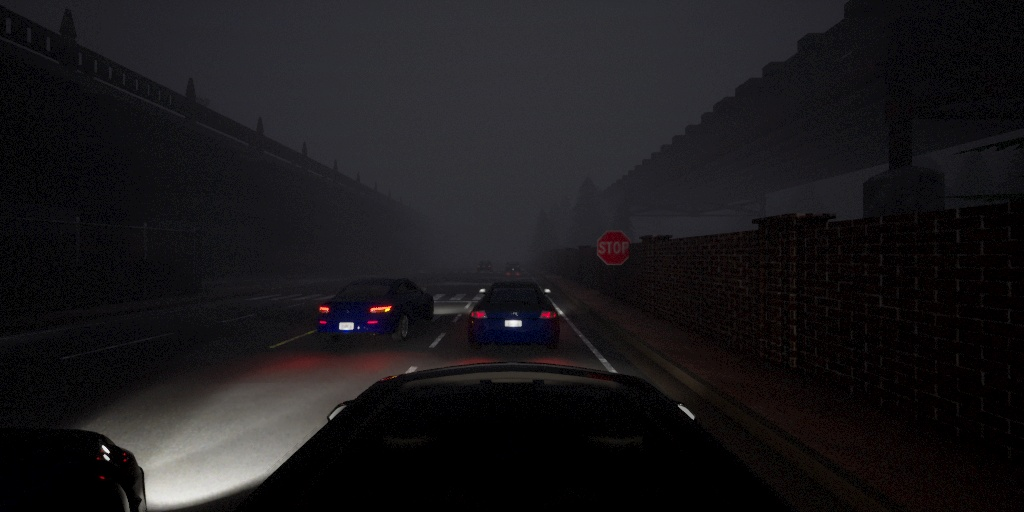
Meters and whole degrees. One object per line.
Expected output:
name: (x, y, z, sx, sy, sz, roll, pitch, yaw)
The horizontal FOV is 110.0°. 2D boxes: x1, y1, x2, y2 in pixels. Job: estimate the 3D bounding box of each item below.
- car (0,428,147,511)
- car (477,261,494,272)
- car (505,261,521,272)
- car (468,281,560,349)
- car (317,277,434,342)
car: (-3.398, 1.314, 0.584, 1.994, 1.385, 4.181, 0, 0, 0)
car: (-3.392, 1.297, 45.817, 2.033, 1.411, 5.357, 0, 0, -1)
car: (0.103, 1.351, 45.975, 1.895, 1.301, 4.718, 0, 0, -1)
car: (0.070, 1.314, 9.157, 1.994, 1.385, 4.181, 0, 0, 1)
car: (-3.411, 1.276, 9.680, 1.812, 1.442, 4.674, 0, 0, 0)
